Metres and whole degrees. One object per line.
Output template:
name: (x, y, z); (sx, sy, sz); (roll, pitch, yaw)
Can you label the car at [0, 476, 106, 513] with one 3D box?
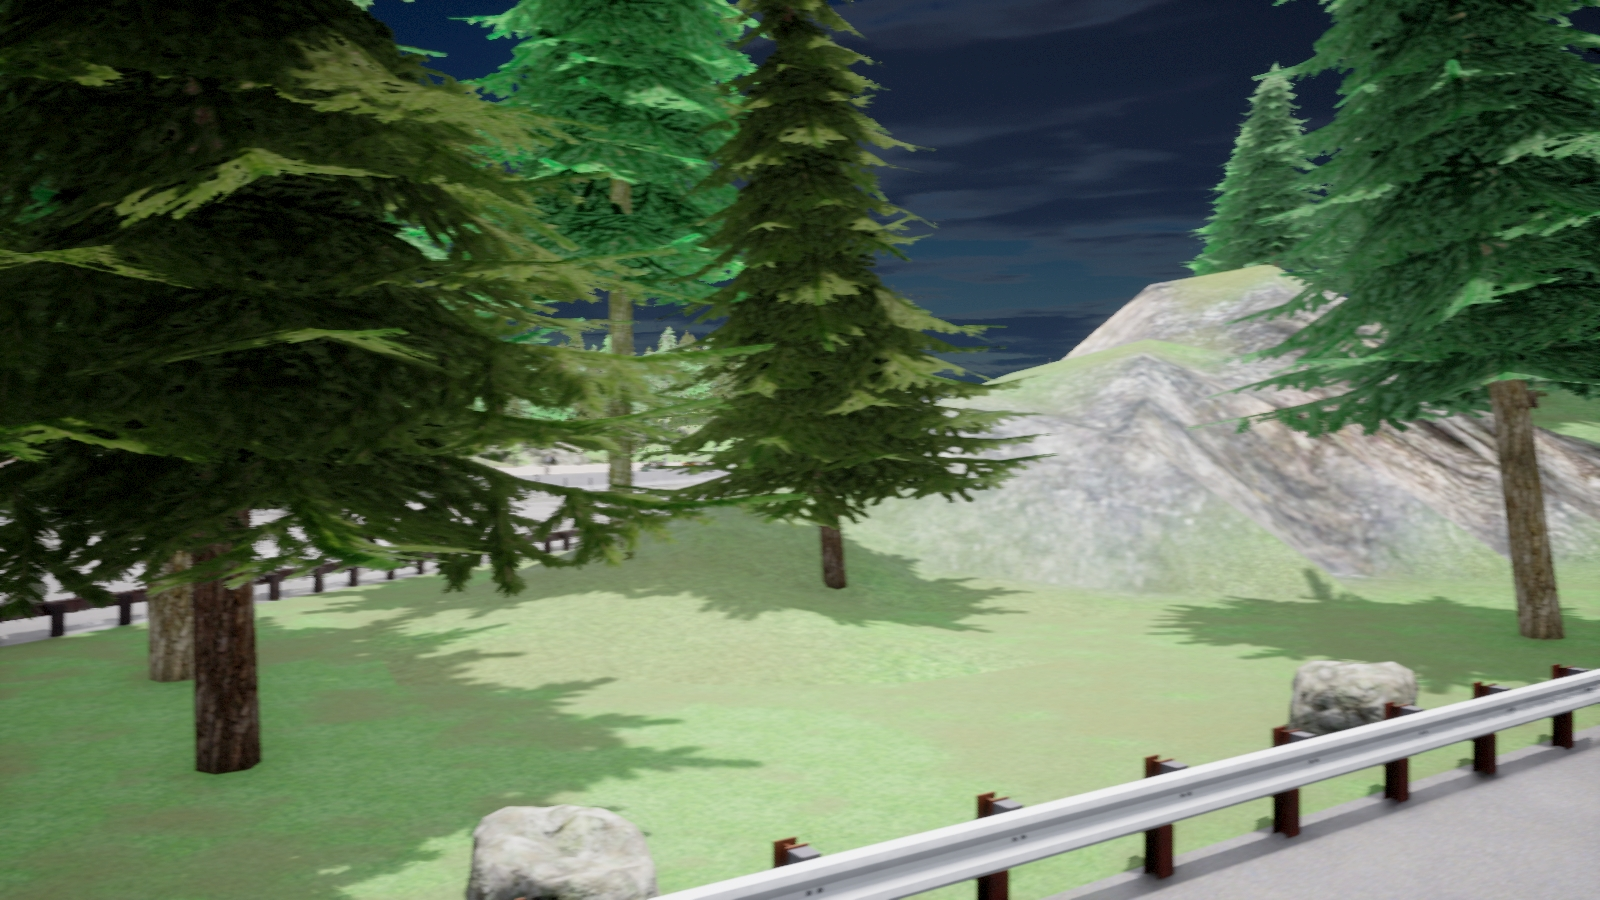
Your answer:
car: (-34.719, 2.004, 52.303); (2.163, 1.488, 4.792); (0, 0, 18)
